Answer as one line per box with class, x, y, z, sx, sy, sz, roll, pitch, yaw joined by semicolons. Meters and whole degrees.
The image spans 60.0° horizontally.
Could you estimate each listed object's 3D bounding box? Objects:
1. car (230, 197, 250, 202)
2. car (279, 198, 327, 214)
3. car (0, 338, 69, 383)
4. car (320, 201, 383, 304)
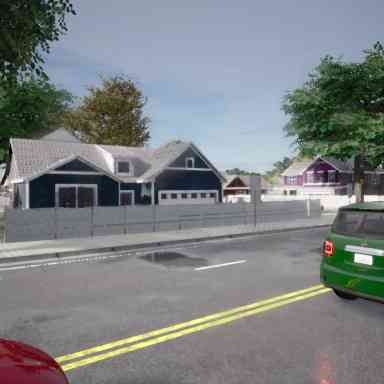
car;7.024;1.431;45.076;2.097;1.767;4.553;-1;0;-31
car;12.201;1.494;36.926;1.882;1.535;5.008;-1;0;-33
car;-3.054;1.476;1.263;5.008;1.535;1.882;0;0;-35
car;5.067;1.210;7.098;5.566;2.045;2.150;0;0;-35
